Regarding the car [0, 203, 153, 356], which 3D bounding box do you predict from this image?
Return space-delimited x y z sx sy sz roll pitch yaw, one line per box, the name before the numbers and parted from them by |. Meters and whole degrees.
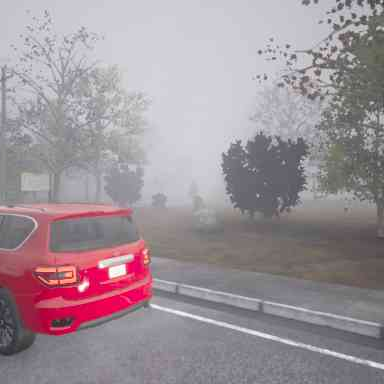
car | -3.250 1.221 6.298 5.566 2.045 2.150 0 0 35
